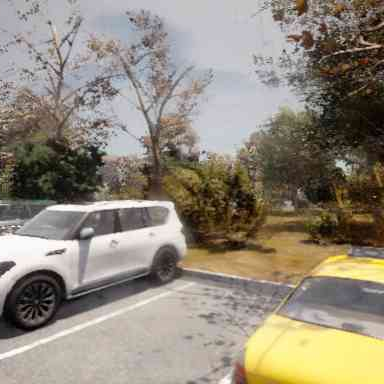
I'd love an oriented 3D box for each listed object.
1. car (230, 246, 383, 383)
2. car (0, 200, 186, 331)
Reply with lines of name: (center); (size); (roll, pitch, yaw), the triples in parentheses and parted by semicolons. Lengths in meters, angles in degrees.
car: (2.392, 1.477, 4.349); (1.946, 1.575, 5.366); (0, 0, 36)
car: (-2.387, 1.250, 7.496); (2.435, 2.045, 5.566); (-1, 0, 35)
